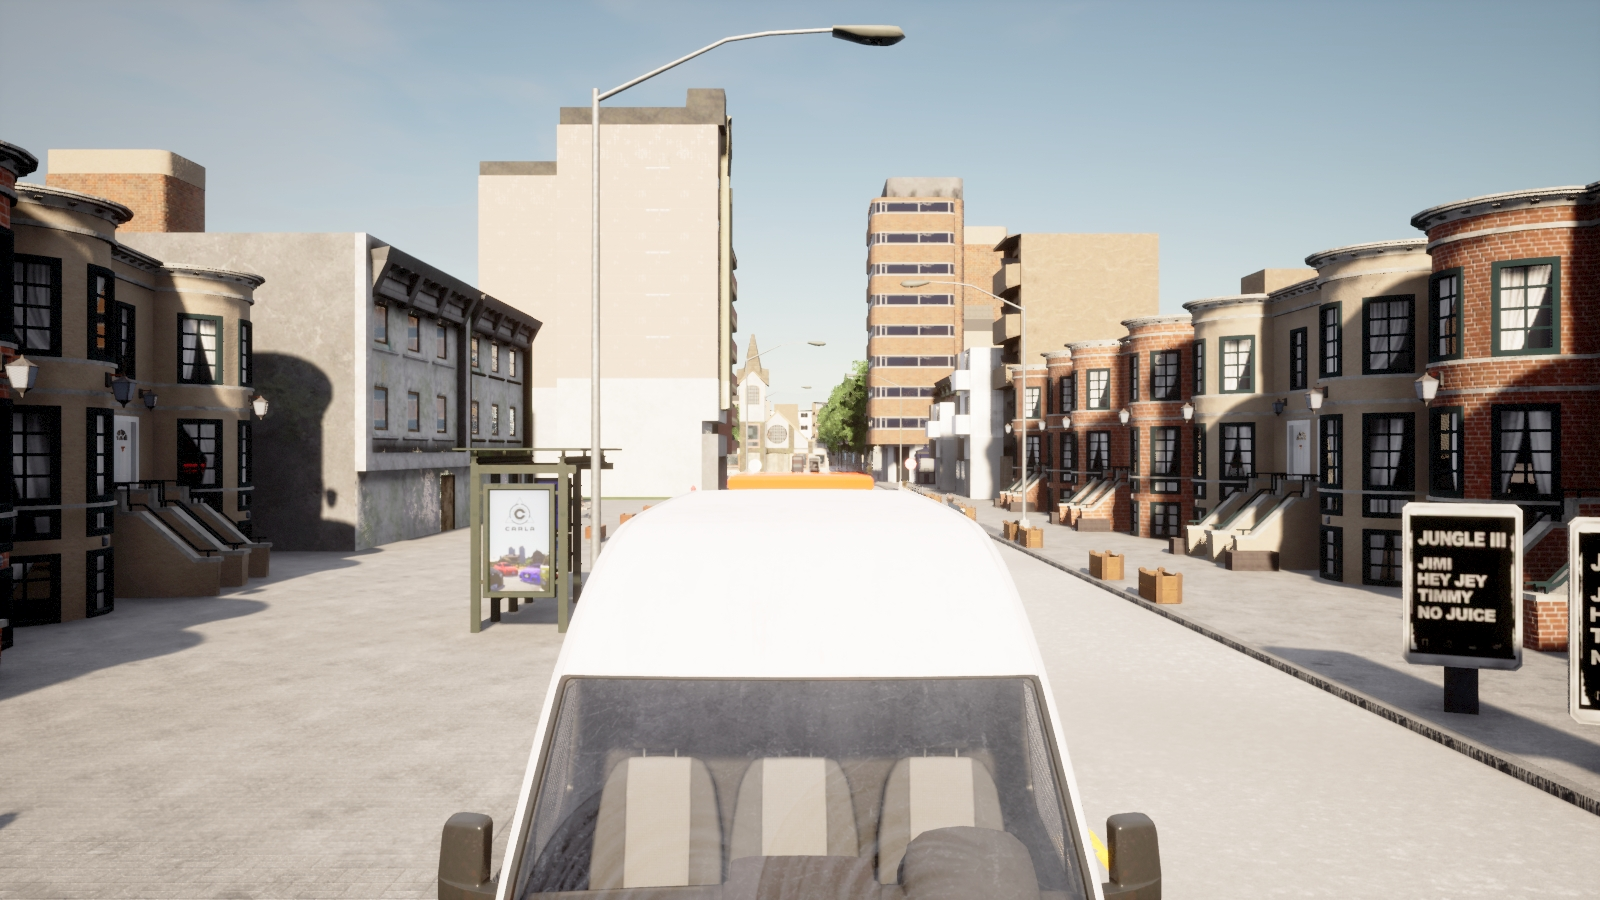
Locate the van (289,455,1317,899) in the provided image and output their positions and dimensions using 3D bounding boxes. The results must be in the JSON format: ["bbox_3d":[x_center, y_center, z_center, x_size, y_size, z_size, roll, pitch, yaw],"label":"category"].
[{"bbox_3d":[0.007,1.317,5.167,1.988,2.561,5.915,0,0,0],"label":"van"}]
